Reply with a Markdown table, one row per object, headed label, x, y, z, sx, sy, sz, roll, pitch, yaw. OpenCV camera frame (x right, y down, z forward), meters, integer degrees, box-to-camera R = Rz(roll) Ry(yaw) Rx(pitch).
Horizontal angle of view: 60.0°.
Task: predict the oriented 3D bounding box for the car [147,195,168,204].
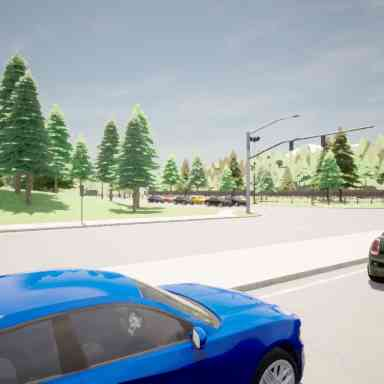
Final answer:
| label | x | y | z | sx | sy | sz | roll | pitch | yaw |
| --- | --- | --- | --- | --- | --- | --- | --- | --- | --- |
| car | -7.242 | 1.505 | 66.020 | 1.837 | 1.490 | 4.892 | 0 | 0 | -35 |

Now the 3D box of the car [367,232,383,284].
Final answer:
| label | x | y | z | sx | sy | sz | roll | pitch | yaw |
| --- | --- | --- | --- | --- | --- | --- | --- | --- | --- |
| car | 6.463 | 1.352 | 8.386 | 4.553 | 1.767 | 2.097 | 0 | 0 | -35 |

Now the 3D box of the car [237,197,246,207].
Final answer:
| label | x | y | z | sx | sy | sz | roll | pitch | yaw |
| --- | --- | --- | --- | --- | --- | --- | --- | --- | --- |
| car | 6.581 | 1.478 | 52.258 | 1.882 | 1.535 | 5.008 | 0 | 0 | -35 |

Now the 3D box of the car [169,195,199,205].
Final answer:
| label | x | y | z | sx | sy | sz | roll | pitch | yaw |
| --- | --- | --- | --- | --- | --- | --- | --- | --- | --- |
| car | -1.416 | 1.505 | 57.599 | 1.837 | 1.490 | 4.892 | 0 | 0 | -35 |

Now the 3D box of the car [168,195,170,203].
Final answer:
| label | x | y | z | sx | sy | sz | roll | pitch | yaw |
| --- | --- | --- | --- | --- | --- | --- | --- | --- | --- |
| car | -4.636 | 1.352 | 68.443 | 2.097 | 1.767 | 4.553 | 0 | 0 | -35 |

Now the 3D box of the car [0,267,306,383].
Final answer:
| label | x | y | z | sx | sy | sz | roll | pitch | yaw |
| --- | --- | --- | --- | --- | --- | --- | --- | --- | --- |
| car | -1.032 | 1.478 | 3.012 | 5.008 | 1.535 | 1.882 | 0 | 0 | -35 |

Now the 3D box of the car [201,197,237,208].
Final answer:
| label | x | y | z | sx | sy | sz | roll | pitch | yaw |
| --- | --- | --- | --- | --- | --- | --- | --- | --- | --- |
| car | 3.962 | 1.478 | 49.893 | 1.882 | 1.535 | 5.008 | 0 | 0 | -35 |

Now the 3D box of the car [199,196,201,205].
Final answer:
| label | x | y | z | sx | sy | sz | roll | pitch | yaw |
| --- | --- | --- | --- | --- | --- | --- | --- | --- | --- |
| car | 1.107 | 1.478 | 60.113 | 1.882 | 1.535 | 5.008 | 0 | 0 | -35 |
